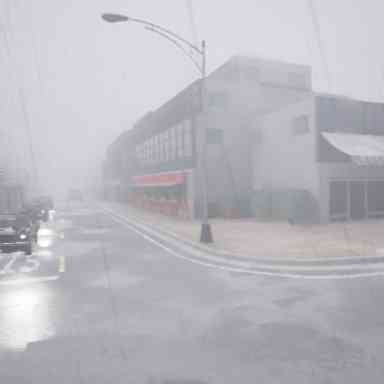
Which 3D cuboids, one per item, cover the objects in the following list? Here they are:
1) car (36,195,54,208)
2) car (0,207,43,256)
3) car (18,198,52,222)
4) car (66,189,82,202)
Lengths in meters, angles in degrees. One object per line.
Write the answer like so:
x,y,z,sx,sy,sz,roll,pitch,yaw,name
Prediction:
-15.825,1.092,35.413,1.837,1.490,4.892,-1,1,-21,car
-6.813,1.492,12.319,1.895,1.301,4.718,-1,1,-21,car
-11.009,1.350,23.057,1.895,1.301,4.718,-1,1,-21,car
-19.171,0.503,54.071,2.150,2.045,5.566,-1,1,-21,car
